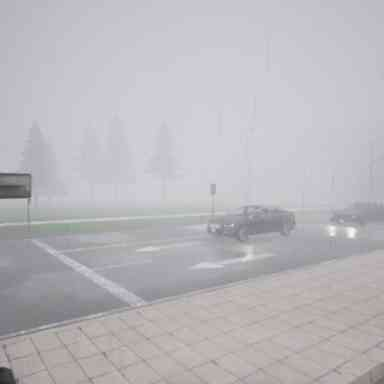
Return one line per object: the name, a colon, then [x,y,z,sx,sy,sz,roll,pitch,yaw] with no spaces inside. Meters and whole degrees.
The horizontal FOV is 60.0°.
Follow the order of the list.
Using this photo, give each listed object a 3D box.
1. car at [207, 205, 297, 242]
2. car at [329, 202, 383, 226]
car: [2.926,1.388,15.899,4.902,1.511,2.128,-1,0,-35]
car: [11.324,1.352,21.848,5.357,1.411,2.033,-1,0,-35]
